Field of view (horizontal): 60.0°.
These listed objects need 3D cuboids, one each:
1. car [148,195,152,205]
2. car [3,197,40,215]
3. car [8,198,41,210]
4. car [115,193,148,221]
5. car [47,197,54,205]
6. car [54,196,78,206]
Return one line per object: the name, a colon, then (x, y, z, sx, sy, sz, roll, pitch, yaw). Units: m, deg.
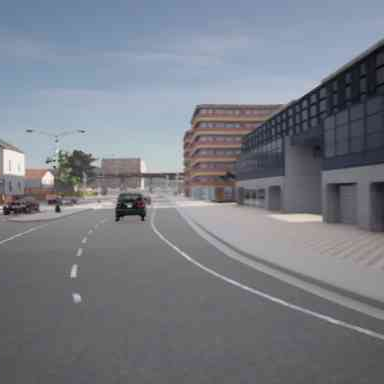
car: (-7.470, 1.216, 52.437, 2.128, 1.511, 4.902, -1, 0, -6)
car: (-17.380, 1.324, 34.097, 2.097, 1.767, 4.553, -1, 0, -6)
car: (-21.816, 1.506, 43.688, 2.033, 1.411, 5.357, -1, 0, -5)
car: (-4.790, 1.093, 26.319, 2.150, 2.045, 5.566, -1, 0, -7)
car: (-23.087, 1.485, 56.831, 1.895, 1.301, 4.718, -1, 0, -6)
car: (-19.101, 1.363, 51.545, 2.128, 1.511, 4.902, -1, 0, -5)
